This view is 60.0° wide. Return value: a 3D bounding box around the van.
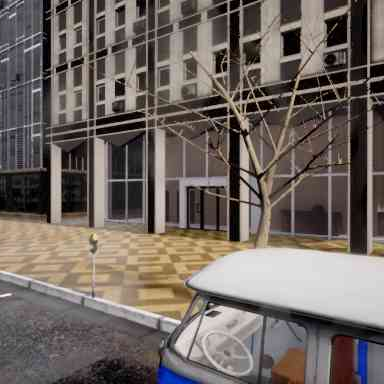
[{"bbox_3d":[1.574,1.341,1.747,3.998,1.788,1.690,0,0,36],"label":"van"}]
